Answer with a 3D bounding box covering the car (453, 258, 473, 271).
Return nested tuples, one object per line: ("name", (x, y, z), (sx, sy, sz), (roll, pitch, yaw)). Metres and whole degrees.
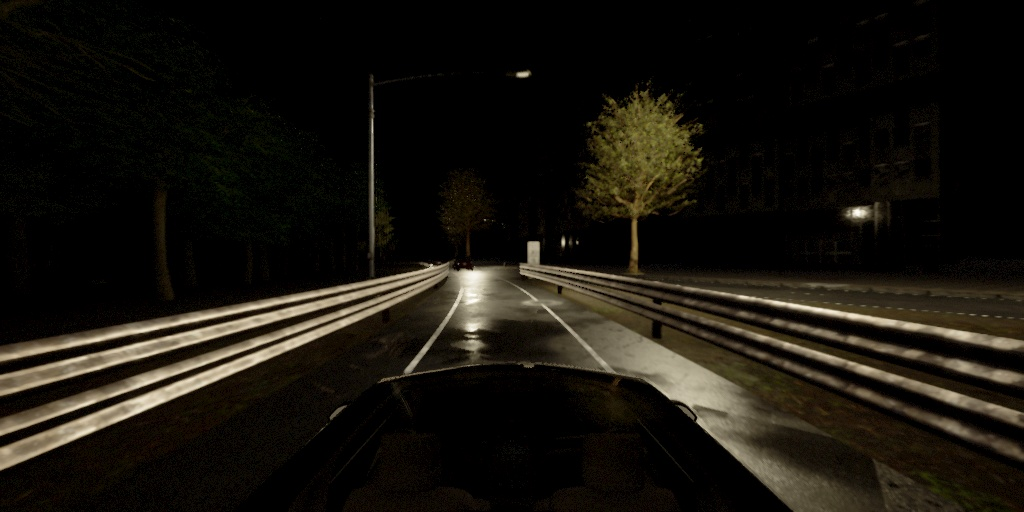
("car", (-6.507, 1.065, 47.283), (2.097, 1.767, 4.553), (0, 0, -16))
